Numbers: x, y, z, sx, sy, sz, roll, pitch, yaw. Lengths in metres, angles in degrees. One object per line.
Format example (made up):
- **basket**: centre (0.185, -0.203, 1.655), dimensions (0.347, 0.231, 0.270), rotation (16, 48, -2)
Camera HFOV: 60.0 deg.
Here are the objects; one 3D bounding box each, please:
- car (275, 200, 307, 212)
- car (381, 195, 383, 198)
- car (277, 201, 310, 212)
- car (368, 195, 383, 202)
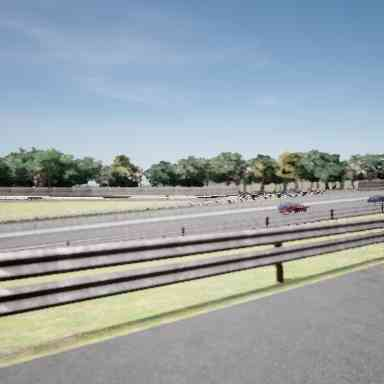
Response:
- **car**: centre (16.015, 2.252, 53.863), dimensions (5.008, 1.535, 1.882), rotation (-4, 2, -28)
- **car**: centre (37.869, 1.177, 61.553), dimensions (4.674, 1.442, 1.812), rotation (-4, 2, -28)
- **car**: centre (15.415, 2.363, 49.577), dimensions (5.008, 1.535, 1.882), rotation (-4, 2, -28)
- **car**: centre (36.237, 1.192, 64.649), dimensions (4.181, 1.385, 1.994), rotation (-4, 2, -28)
